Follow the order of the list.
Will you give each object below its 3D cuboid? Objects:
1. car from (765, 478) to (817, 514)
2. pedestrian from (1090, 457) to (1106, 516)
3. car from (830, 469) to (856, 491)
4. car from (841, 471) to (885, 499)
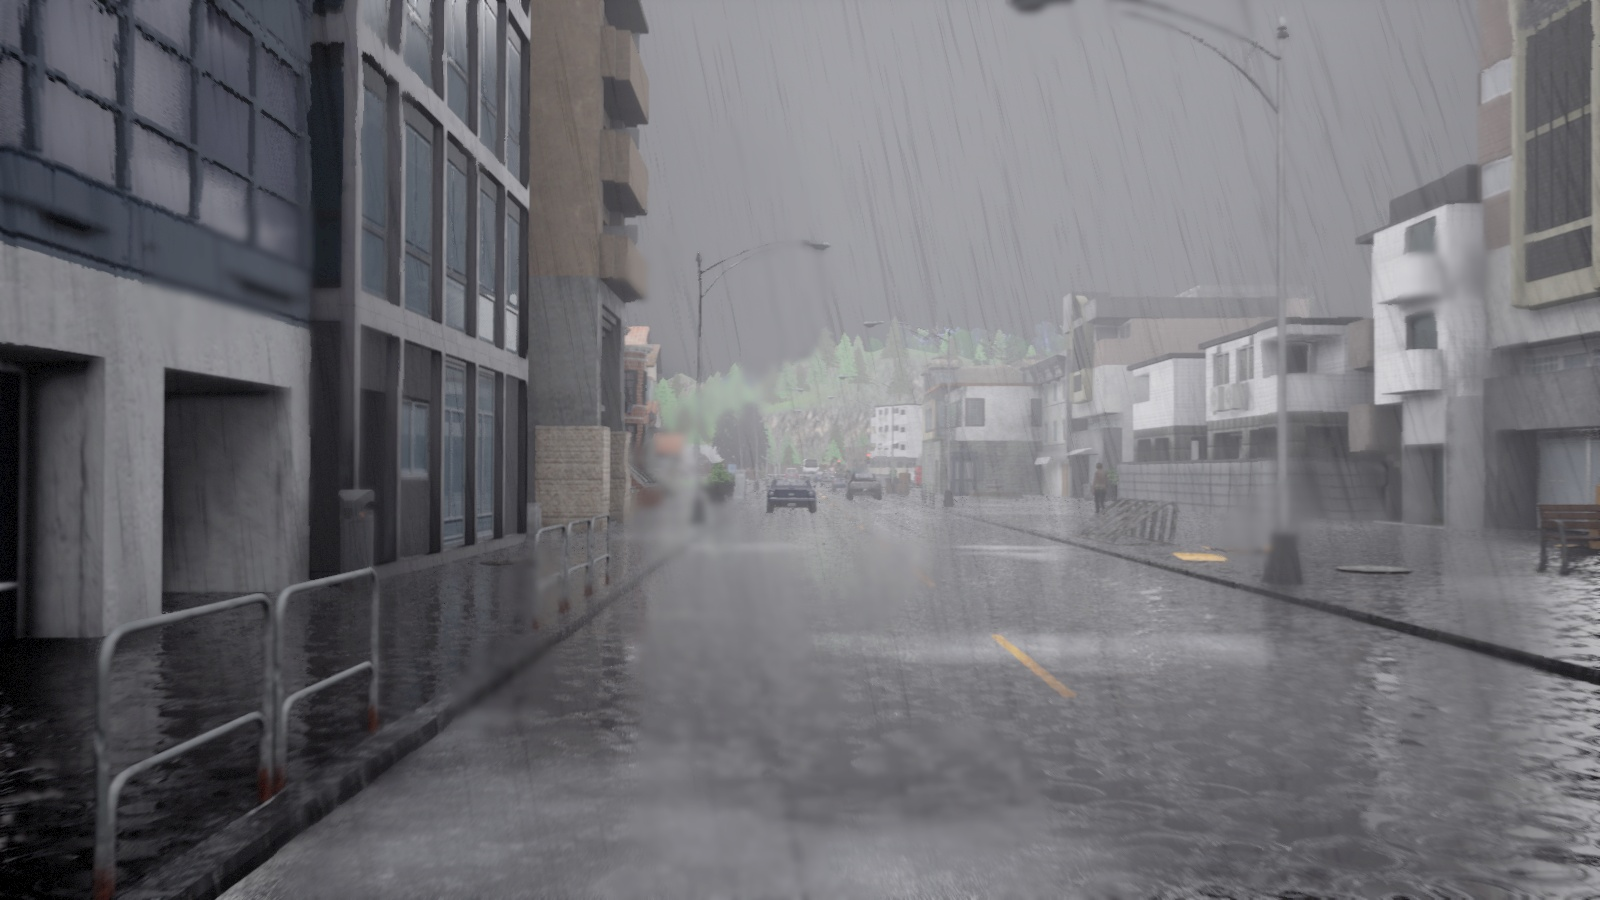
[{"bbox_3d":[-0.356,1.724,48.218,1.895,1.301,4.718,0,-1,0],"label":"car"},{"bbox_3d":[9.420,1.146,39.711,0.331,1.846,0.634,0,-1,-2],"label":"pedestrian"},{"bbox_3d":[3.280,2.310,96.313,1.851,1.617,3.988,0,-1,0],"label":"car"},{"bbox_3d":[3.481,1.931,70.230,2.128,1.511,4.902,0,-1,0],"label":"car"}]
